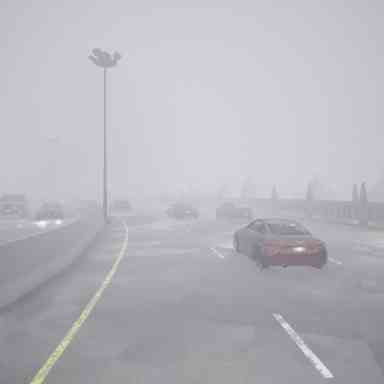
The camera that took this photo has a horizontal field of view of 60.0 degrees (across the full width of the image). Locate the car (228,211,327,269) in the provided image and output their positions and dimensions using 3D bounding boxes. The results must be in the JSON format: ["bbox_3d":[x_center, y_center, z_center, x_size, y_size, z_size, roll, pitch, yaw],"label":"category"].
[{"bbox_3d":[2.745,1.564,11.215,1.994,1.385,4.181,0,0,-6],"label":"car"}]

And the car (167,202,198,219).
[{"bbox_3d":[-0.869,1.563,28.989,1.994,1.385,4.181,0,0,-16],"label":"car"}]

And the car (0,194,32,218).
[{"bbox_3d":[-15.993,1.221,29.813,2.150,2.045,5.566,0,0,-20],"label":"car"}]

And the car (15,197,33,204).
[{"bbox_3d":[-31.932,1.583,63.026,1.895,1.301,4.718,0,0,-42],"label":"car"}]

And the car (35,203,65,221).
[{"bbox_3d":[-11.514,1.564,27.270,1.994,1.385,4.181,0,0,-18],"label":"car"}]

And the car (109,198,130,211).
[{"bbox_3d":[-8.777,1.490,40.264,2.128,1.511,4.902,0,0,-23],"label":"car"}]

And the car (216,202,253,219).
[{"bbox_3d":[3.361,1.525,26.809,1.812,1.442,4.674,0,0,-15],"label":"car"}]
